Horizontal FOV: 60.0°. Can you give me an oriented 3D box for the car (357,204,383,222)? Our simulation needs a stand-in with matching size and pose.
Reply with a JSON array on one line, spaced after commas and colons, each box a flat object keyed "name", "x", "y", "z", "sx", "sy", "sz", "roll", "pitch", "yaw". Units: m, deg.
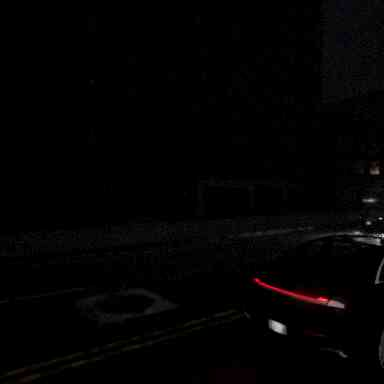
[{"name": "car", "x": 11.950, "y": 1.482, "z": 20.187, "sx": 4.902, "sy": 1.511, "sz": 2.128, "roll": 0, "pitch": 0, "yaw": -35}]

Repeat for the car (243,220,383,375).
[{"name": "car", "x": 3.051, "y": 1.489, "z": 5.612, "sx": 4.902, "sy": 1.511, "sz": 2.128, "roll": 0, "pitch": 0, "yaw": -36}]
